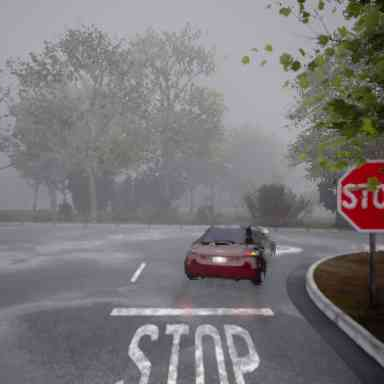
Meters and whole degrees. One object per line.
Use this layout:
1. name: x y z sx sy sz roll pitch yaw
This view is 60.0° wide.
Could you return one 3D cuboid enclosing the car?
1. car: 1.250 1.556 9.739 1.994 1.385 4.181 0 0 17
